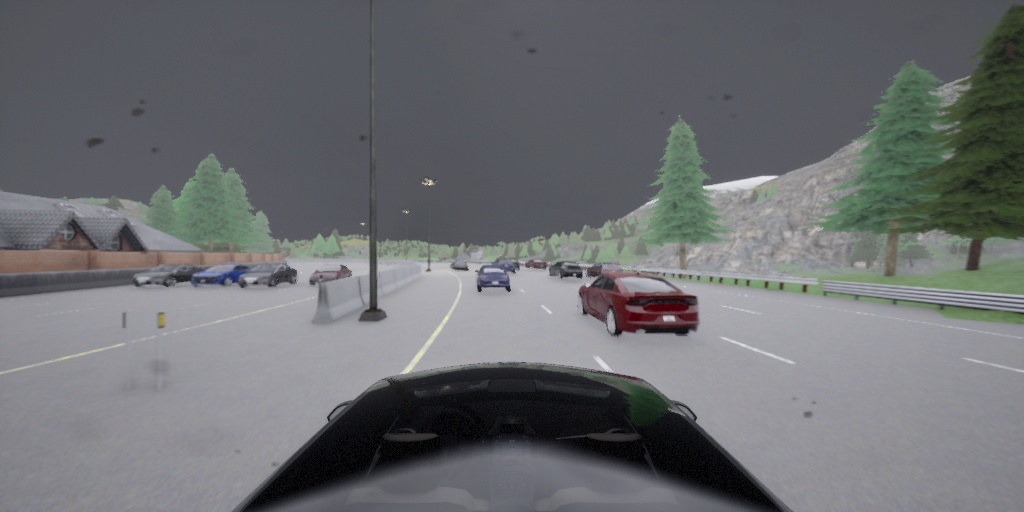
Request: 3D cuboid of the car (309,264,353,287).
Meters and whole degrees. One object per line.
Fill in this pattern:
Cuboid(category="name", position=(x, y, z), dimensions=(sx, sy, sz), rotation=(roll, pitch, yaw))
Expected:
Cuboid(category="car", position=(-12.669, 1.304, 25.415), dimensions=(1.812, 1.442, 4.674), rotation=(0, 0, -9))

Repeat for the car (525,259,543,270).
Cuboid(category="car", position=(3.321, 1.181, 50.790), dimensions=(1.882, 1.535, 5.008), rotation=(0, 0, -17))

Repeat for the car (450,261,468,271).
Cuboid(category="car", position=(-7.362, 1.307, 49.587), dimensions=(1.994, 1.385, 4.181), rotation=(0, 0, -18))

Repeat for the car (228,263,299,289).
Cuboid(category="car", position=(-15.943, 1.283, 23.710), dimensions=(2.128, 1.511, 4.902), rotation=(0, 0, -9))

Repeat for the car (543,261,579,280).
Cuboid(category="car", position=(4.485, 1.220, 30.695), dimensions=(1.837, 1.490, 4.892), rotation=(1, 0, -11))

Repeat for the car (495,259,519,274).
Cuboid(category="car", position=(-1.138, 1.079, 40.344), dimensions=(2.097, 1.767, 4.553), rotation=(0, 0, -14))

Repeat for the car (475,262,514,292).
Cuboid(category="car", position=(-1.209, 1.266, 21.397), dimensions=(1.812, 1.442, 4.674), rotation=(0, 0, -8))

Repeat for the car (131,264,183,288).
Cuboid(category="car", position=(-23.154, 1.308, 24.473), dimensions=(2.128, 1.511, 4.902), rotation=(0, 0, -10))

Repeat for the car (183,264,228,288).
Cuboid(category="car", position=(-19.659, 1.281, 24.784), dimensions=(1.882, 1.535, 5.008), rotation=(0, 0, -10))

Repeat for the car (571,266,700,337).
Cuboid(category="car", position=(3.289, 1.210, 10.310), dimensions=(1.882, 1.535, 5.008), rotation=(0, 0, -3))

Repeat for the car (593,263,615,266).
Cuboid(category="car", position=(7.971, 1.265, 31.006), dimensions=(1.994, 1.385, 4.181), rotation=(0, 0, -11))
